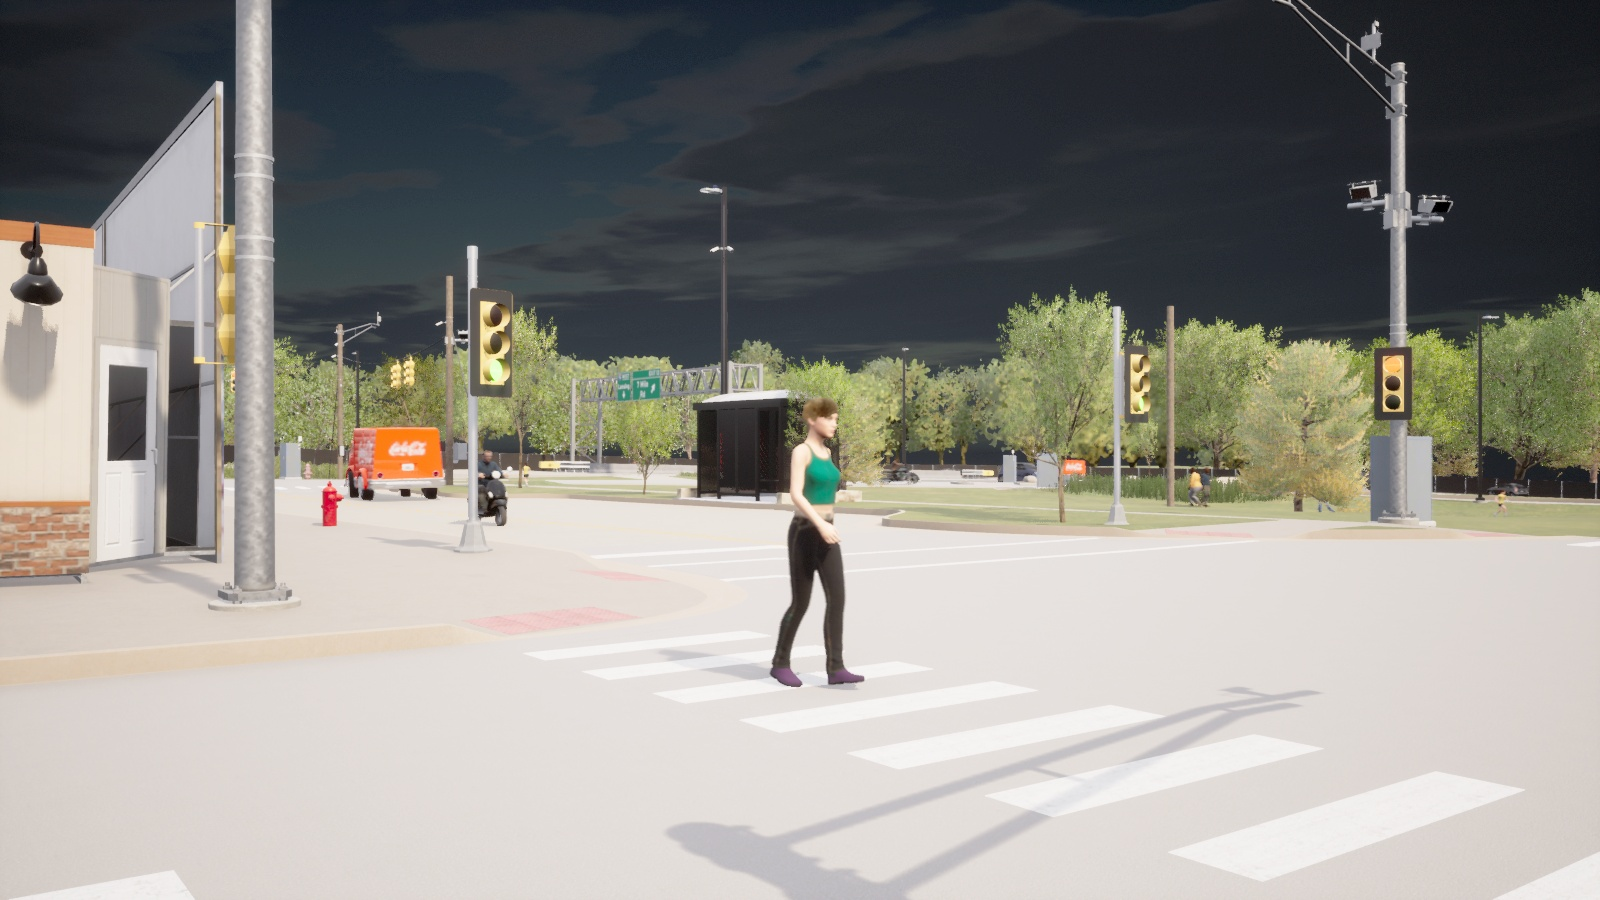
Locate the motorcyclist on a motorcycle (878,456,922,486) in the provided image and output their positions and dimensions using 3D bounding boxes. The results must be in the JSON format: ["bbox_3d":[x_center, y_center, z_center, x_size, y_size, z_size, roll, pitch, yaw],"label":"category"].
[{"bbox_3d":[5.735,1.197,72.244,2.350,1.649,0.766,1,0,-14],"label":"motorcyclist on a motorcycle"}]

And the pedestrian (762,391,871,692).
[{"bbox_3d":[0.104,0.558,7.963,0.594,1.836,0.345,0,0,38],"label":"pedestrian"}]

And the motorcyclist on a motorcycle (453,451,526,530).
[{"bbox_3d":[-6.517,0.821,26.322,0.866,1.590,1.817,0,0,-36],"label":"motorcyclist on a motorcycle"}]

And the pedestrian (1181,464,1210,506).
[{"bbox_3d":[17.595,1.547,55.895,0.900,1.855,0.874,0,0,44],"label":"pedestrian"}]

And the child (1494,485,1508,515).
[{"bbox_3d":[26.310,1.858,47.109,0.255,1.110,0.394,0,0,-42],"label":"child"}]

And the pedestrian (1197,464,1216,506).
[{"bbox_3d":[18.248,1.563,56.398,0.370,1.835,0.726,0,0,-40],"label":"pedestrian"}]

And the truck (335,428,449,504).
[{"bbox_3d":[-14.310,0.513,43.828,2.627,2.467,5.204,-1,1,-31],"label":"truck"}]

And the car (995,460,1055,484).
[{"bbox_3d":[16.321,1.570,91.072,1.851,1.617,3.988,3,-3,-40],"label":"car"}]

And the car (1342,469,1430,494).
[{"bbox_3d":[38.488,2.051,82.608,4.892,1.490,1.837,1,-1,12],"label":"car"}]
